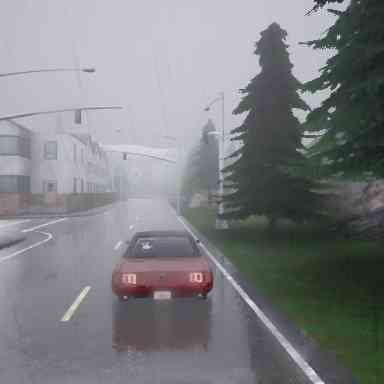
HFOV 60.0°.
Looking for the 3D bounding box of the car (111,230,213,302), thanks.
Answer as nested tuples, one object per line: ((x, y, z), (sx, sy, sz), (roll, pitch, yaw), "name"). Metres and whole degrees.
((-0.719, 1.601, 8.291), (1.895, 1.301, 4.718), (0, 0, -5), "car")
